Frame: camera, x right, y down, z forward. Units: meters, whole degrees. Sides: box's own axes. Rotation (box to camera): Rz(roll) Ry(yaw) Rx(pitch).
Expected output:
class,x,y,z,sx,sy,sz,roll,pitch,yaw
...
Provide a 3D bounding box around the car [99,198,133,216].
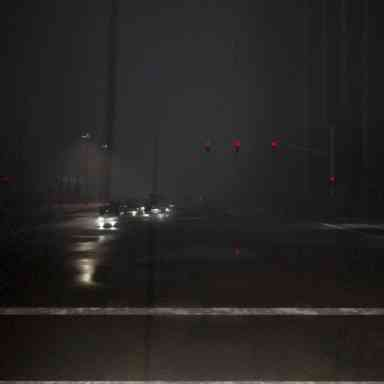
class,x,y,z,sx,sy,sz,roll,pitch,yaw
car,-7.696,1.491,32.875,2.128,1.511,4.902,0,0,2

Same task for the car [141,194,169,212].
class,x,y,z,sx,sy,sz,roll,pitch,yaw
car,-4.176,1.221,38.508,2.150,2.045,5.566,0,0,-1

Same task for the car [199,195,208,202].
class,x,y,z,sx,sy,sz,roll,pitch,yaw
car,2.564,1.524,75.187,1.812,1.442,4.674,0,0,-1

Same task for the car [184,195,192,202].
class,x,y,z,sx,sy,sz,roll,pitch,yaw
car,-0.938,1.478,75.392,1.882,1.535,5.008,0,0,-1

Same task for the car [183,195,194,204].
class,x,y,z,sx,sy,sz,roll,pitch,yaw
car,-0.741,1.352,65.389,2.097,1.767,4.553,0,0,-1

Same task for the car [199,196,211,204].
class,x,y,z,sx,sy,sz,roll,pitch,yaw
car,2.765,1.491,64.803,2.128,1.511,4.902,0,0,-1

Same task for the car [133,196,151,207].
class,x,y,z,sx,sy,sz,roll,pitch,yaw
car,-7.809,1.491,52.562,2.128,1.511,4.902,0,0,-1

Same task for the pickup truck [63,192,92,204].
class,x,y,z,sx,sy,sz,roll,pitch,yaw
pickup truck,-20.910,1.059,60.027,2.390,2.098,6.274,0,0,30

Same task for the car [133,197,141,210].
class,x,y,z,sx,sy,sz,roll,pitch,yaw
car,-7.714,1.478,42.178,1.882,1.535,5.008,0,0,-1

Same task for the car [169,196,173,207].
class,x,y,z,sx,sy,sz,roll,pitch,yaw
car,-4.268,1.601,48.455,1.895,1.301,4.718,0,0,-1
